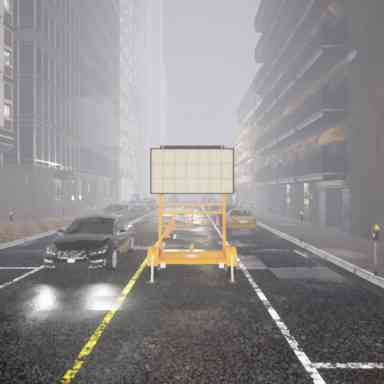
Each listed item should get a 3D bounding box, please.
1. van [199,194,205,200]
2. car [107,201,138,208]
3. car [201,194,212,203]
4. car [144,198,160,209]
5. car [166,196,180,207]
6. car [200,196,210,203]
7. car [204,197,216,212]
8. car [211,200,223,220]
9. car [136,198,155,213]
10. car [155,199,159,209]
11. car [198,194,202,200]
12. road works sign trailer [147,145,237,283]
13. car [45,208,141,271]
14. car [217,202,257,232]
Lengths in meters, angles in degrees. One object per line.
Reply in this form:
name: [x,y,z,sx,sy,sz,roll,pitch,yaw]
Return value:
van: [2.771,1.403,93.013,1.690,1.788,3.998,0,0,0]
car: [-5.668,1.570,25.238,1.947,1.339,4.313,0,0,0]
car: [2.732,1.457,47.825,1.967,1.590,4.097,0,0,0]
car: [-5.648,1.542,47.662,1.752,1.417,4.829,0,0,0]
car: [-2.954,1.439,53.105,1.837,1.490,4.892,0,0,0]
car: [2.752,1.616,70.419,1.802,1.307,4.206,0,0,0]
car: [2.722,1.560,36.528,2.008,1.369,4.403,0,0,0]
car: [2.713,1.570,25.231,1.947,1.339,4.313,0,0,0]
car: [-5.658,1.560,36.535,2.008,1.369,4.403,0,0,0]
car: [-5.654,1.453,42.184,1.967,1.590,4.097,0,0,0]
car: [2.743,1.340,59.122,2.192,1.841,5.009,0,0,0]
road works sign trailer: [0.008,0.465,9.647,2.380,3.560,2.880,0,0,0]
car: [-3.089,1.505,10.936,1.837,1.490,4.892,0,0,0]
car: [2.708,1.527,19.752,1.752,1.417,4.829,0,0,0]
